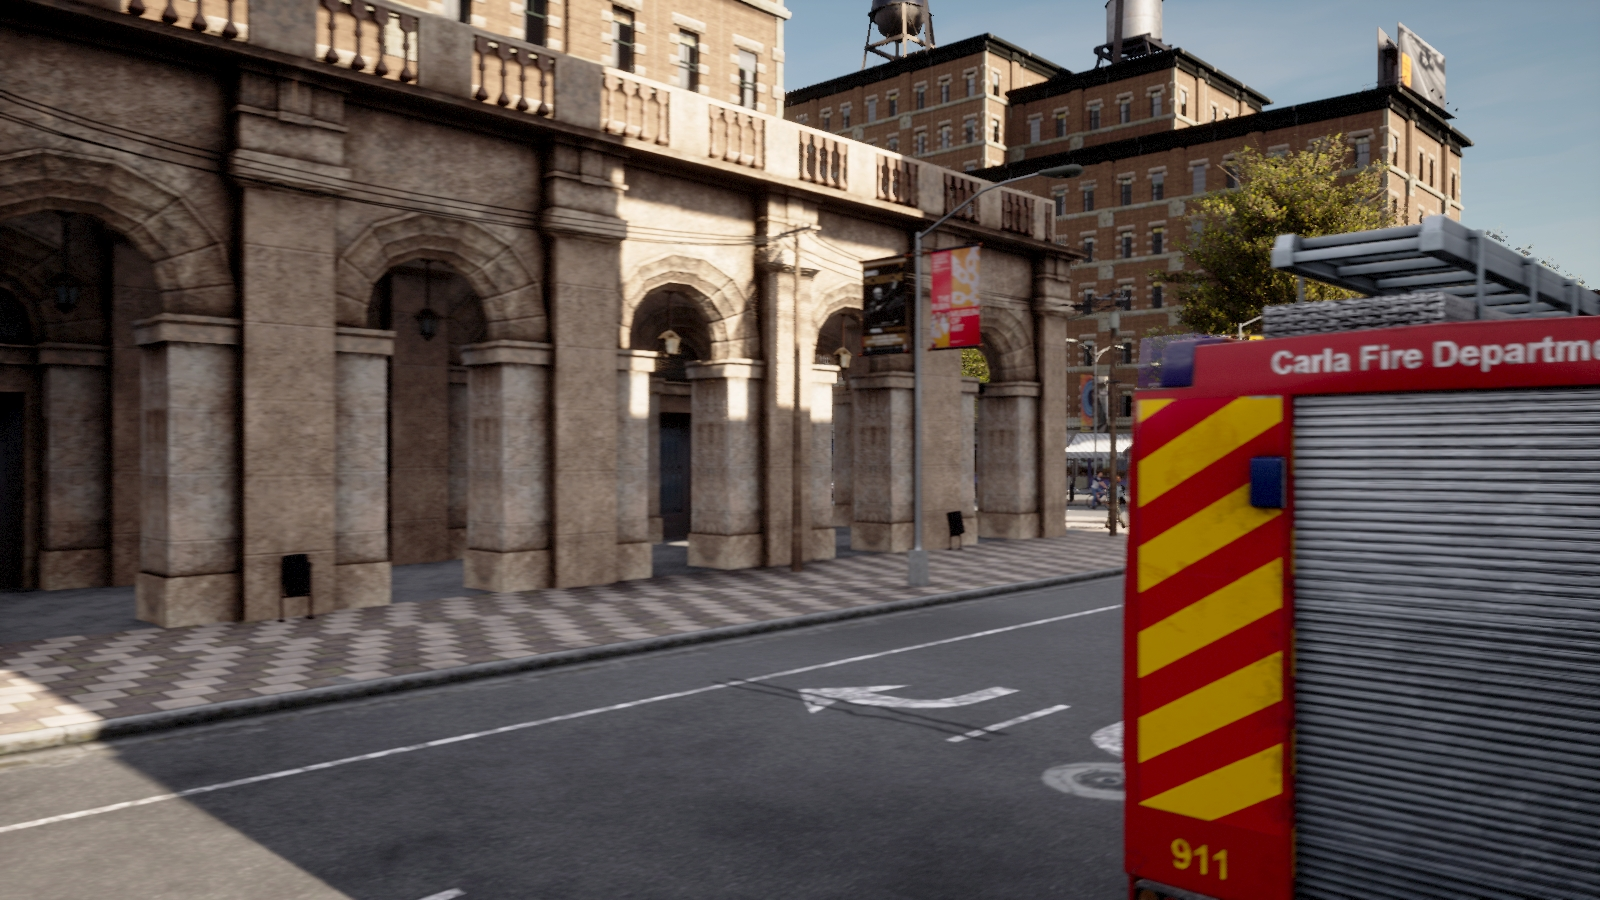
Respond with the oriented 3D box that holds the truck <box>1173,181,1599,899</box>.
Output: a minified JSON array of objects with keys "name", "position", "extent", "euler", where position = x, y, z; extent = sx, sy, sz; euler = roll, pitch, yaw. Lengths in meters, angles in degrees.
[{"name":"truck","position":[5.775,0.891,7.555],"extent":[2.891,3.827,8.468],"euler":[0,0,44]}]

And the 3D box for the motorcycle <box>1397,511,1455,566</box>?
[{"name":"motorcycle","position":[15.599,2.181,28.442],"extent":[0.856,1.236,1.805],"euler":[0,0,43]}]

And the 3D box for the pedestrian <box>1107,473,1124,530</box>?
[{"name":"pedestrian","position":[10.410,1.695,37.690],"extent":[0.375,1.860,0.375],"euler":[0,0,-43]}]
